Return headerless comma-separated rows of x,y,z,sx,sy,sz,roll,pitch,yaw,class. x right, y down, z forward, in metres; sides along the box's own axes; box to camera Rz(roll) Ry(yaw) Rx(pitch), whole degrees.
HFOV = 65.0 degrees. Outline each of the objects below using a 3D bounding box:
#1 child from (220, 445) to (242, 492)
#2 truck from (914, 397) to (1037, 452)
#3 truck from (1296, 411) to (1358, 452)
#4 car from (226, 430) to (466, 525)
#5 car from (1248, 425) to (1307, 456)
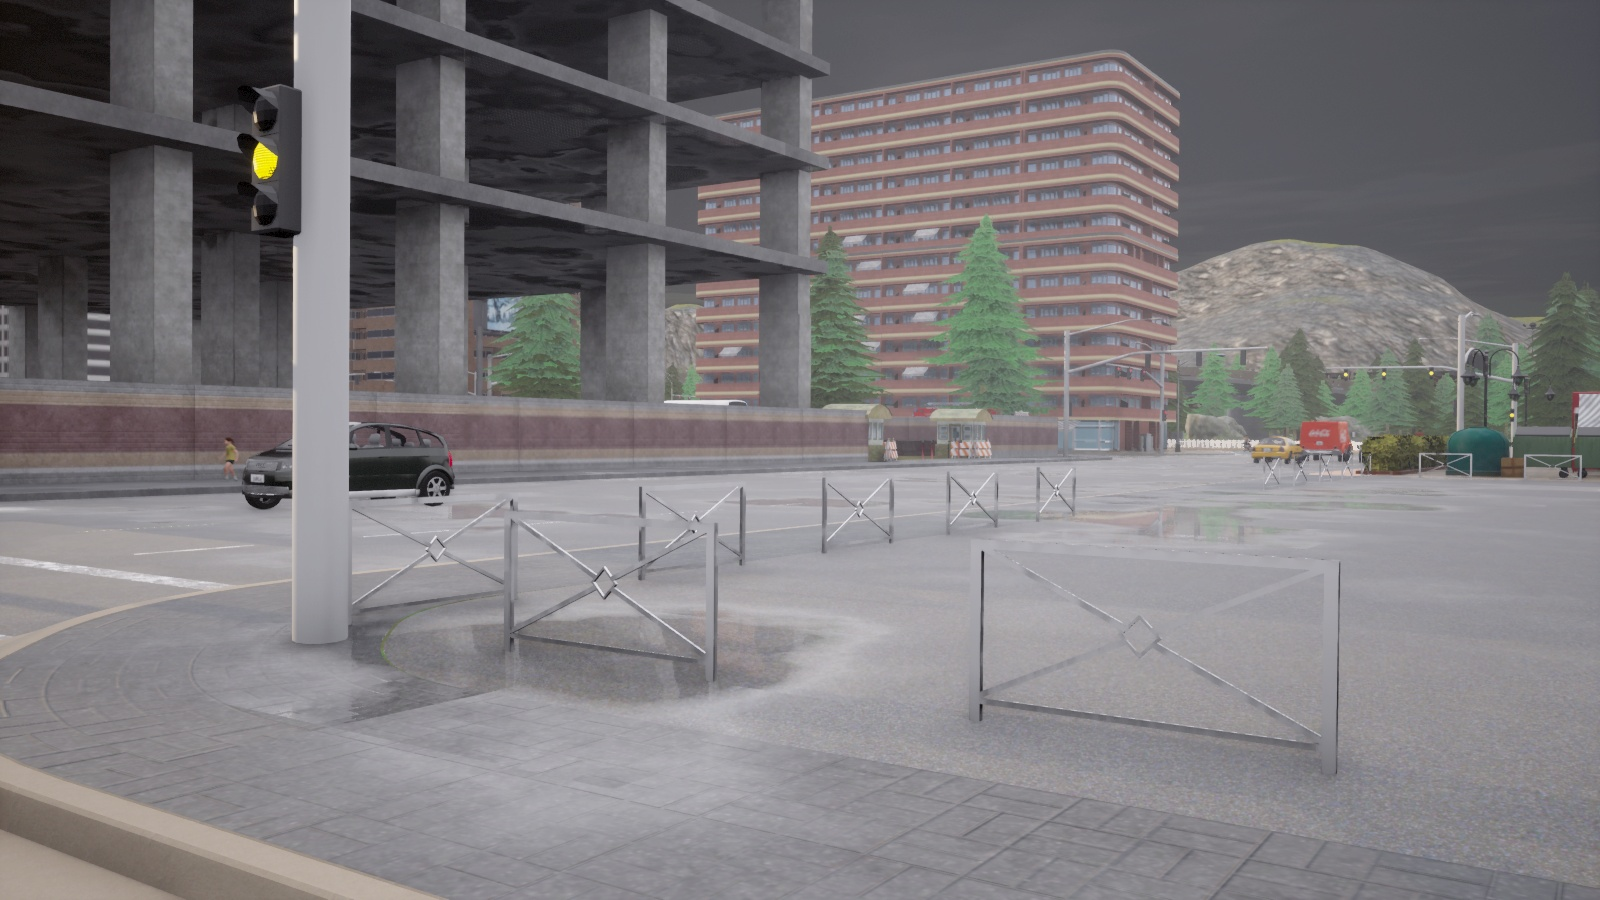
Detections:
-13.391,0.431,29.544,0.255,1.110,0.394,0,1,40,child
12.721,-1.797,91.465,8.468,3.827,2.891,0,1,34,truck
32.900,-1.133,78.262,2.627,2.467,5.204,0,1,33,truck
-8.052,0.420,22.540,1.789,1.549,3.705,0,1,33,car
25.558,-0.533,67.131,1.801,1.575,5.366,0,1,33,car
